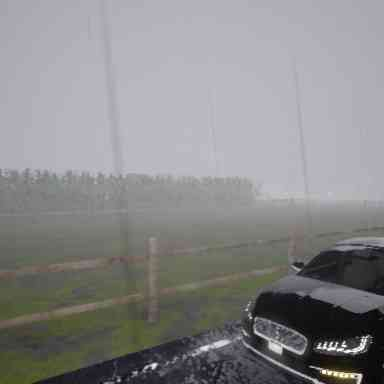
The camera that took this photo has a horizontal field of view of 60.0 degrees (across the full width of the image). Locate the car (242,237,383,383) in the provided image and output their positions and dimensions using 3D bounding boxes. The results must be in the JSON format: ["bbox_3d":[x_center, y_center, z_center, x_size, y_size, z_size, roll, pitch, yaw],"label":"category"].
[{"bbox_3d":[2.915,1.518,5.138,4.892,1.490,1.837,1,0,-35],"label":"car"}]
